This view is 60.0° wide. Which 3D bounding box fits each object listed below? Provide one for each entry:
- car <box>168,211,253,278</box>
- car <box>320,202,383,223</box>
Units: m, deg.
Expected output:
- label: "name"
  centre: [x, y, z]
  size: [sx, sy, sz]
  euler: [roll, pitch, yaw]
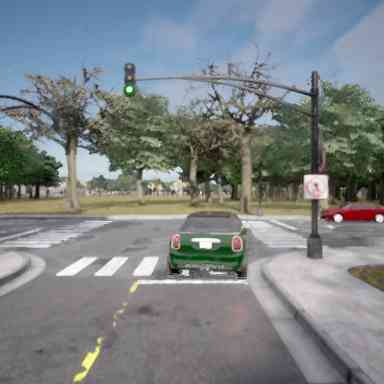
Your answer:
- label: "car"
  centre: [0.763, 1.366, 10.475]
  size: [2.097, 1.767, 4.553]
  euler: [0, 0, 11]
- label: "car"
  centre: [12.338, 1.519, 25.336]
  size: [5.008, 1.535, 1.882]
  euler: [0, 0, 0]
